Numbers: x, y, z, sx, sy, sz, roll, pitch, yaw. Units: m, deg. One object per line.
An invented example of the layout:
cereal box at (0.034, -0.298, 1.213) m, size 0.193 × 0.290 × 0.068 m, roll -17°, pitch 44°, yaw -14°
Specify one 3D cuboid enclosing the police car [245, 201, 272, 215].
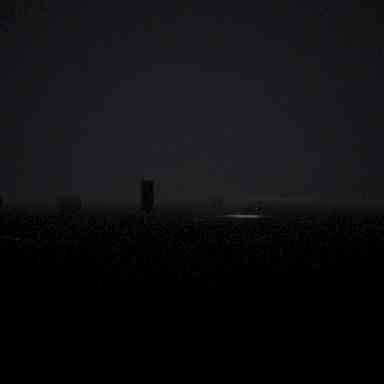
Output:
police car at (8.301, 1.921, 41.613) m, size 1.930 × 1.638 × 5.238 m, roll -1°, pitch -1°, yaw 35°
